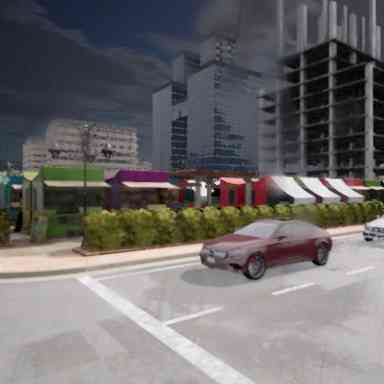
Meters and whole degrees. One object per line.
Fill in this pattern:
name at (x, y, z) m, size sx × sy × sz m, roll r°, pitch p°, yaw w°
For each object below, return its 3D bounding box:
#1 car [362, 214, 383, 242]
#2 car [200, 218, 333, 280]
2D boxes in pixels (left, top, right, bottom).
car at (9.787, 1.528, 15.393) m, size 4.674 × 1.442 × 1.812 m, roll 0°, pitch 0°, yaw -36°
car at (2.407, 1.531, 10.080) m, size 4.674 × 1.442 × 1.812 m, roll 0°, pitch 0°, yaw -35°
